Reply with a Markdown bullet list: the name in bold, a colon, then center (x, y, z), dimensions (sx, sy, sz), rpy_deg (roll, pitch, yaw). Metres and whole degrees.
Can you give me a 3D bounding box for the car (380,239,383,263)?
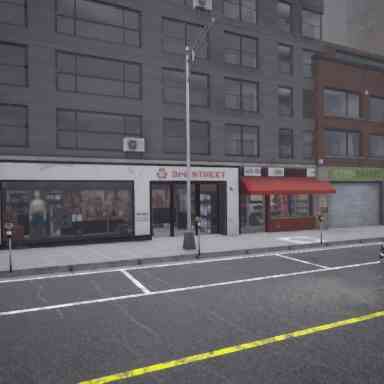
- **car**: center (7.780, 1.489, 9.950), dimensions (4.902, 1.511, 2.128), rpy_deg (0, 0, -25)
